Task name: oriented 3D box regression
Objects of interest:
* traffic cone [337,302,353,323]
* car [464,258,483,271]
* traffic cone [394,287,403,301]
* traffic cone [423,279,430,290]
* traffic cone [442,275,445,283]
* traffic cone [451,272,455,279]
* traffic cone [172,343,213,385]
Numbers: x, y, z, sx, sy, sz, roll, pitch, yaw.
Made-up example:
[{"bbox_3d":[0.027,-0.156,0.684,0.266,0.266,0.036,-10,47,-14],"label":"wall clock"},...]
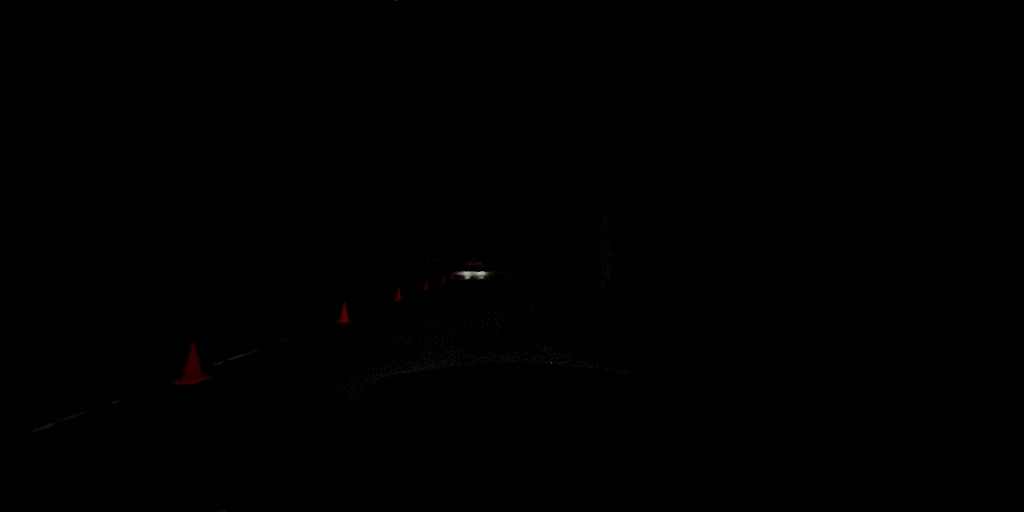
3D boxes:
[{"bbox_3d":[-4.932,1.640,10.560,0.340,0.580,0.340,0,0,0],"label":"traffic cone"},{"bbox_3d":[-4.817,1.013,44.201,1.882,1.535,5.008,1,0,-14],"label":"car"},{"bbox_3d":[-4.918,1.639,15.560,0.340,0.580,0.340,0,0,0],"label":"traffic cone"},{"bbox_3d":[-4.905,1.639,20.560,0.340,0.580,0.340,0,0,0],"label":"traffic cone"},{"bbox_3d":[-4.892,1.639,25.549,0.340,0.580,0.340,0,0,0],"label":"traffic cone"},{"bbox_3d":[-4.990,1.626,30.445,0.340,0.580,0.340,0,0,-2],"label":"traffic cone"},{"bbox_3d":[-4.947,1.640,5.560,0.340,0.580,0.340,0,0,0],"label":"traffic cone"}]
